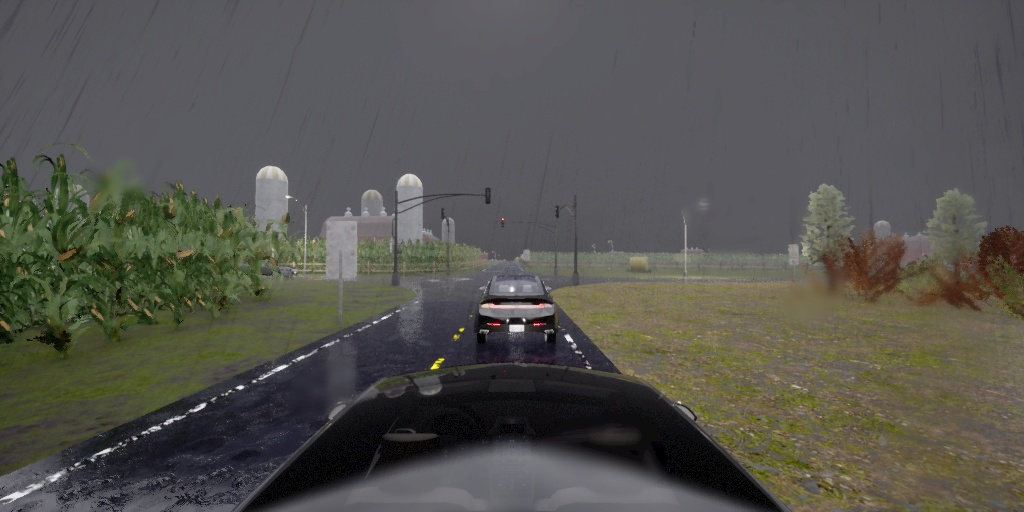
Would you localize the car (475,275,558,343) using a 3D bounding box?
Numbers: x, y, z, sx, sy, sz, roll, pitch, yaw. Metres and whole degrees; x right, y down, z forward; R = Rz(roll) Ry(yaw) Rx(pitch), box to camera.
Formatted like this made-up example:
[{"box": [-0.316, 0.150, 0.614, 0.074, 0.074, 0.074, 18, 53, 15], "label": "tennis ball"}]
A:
[{"box": [0.099, 1.245, 9.660, 2.128, 1.511, 4.902, 0, 0, 0], "label": "car"}]

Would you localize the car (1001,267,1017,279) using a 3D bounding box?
[{"box": [48.659, 1.720, 33.524, 4.674, 1.442, 1.812, 1, -1, -5], "label": "car"}]

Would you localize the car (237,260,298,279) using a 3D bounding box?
[{"box": [-19.947, 1.059, 28.811, 4.902, 1.511, 2.128, 0, -1, -4], "label": "car"}]
